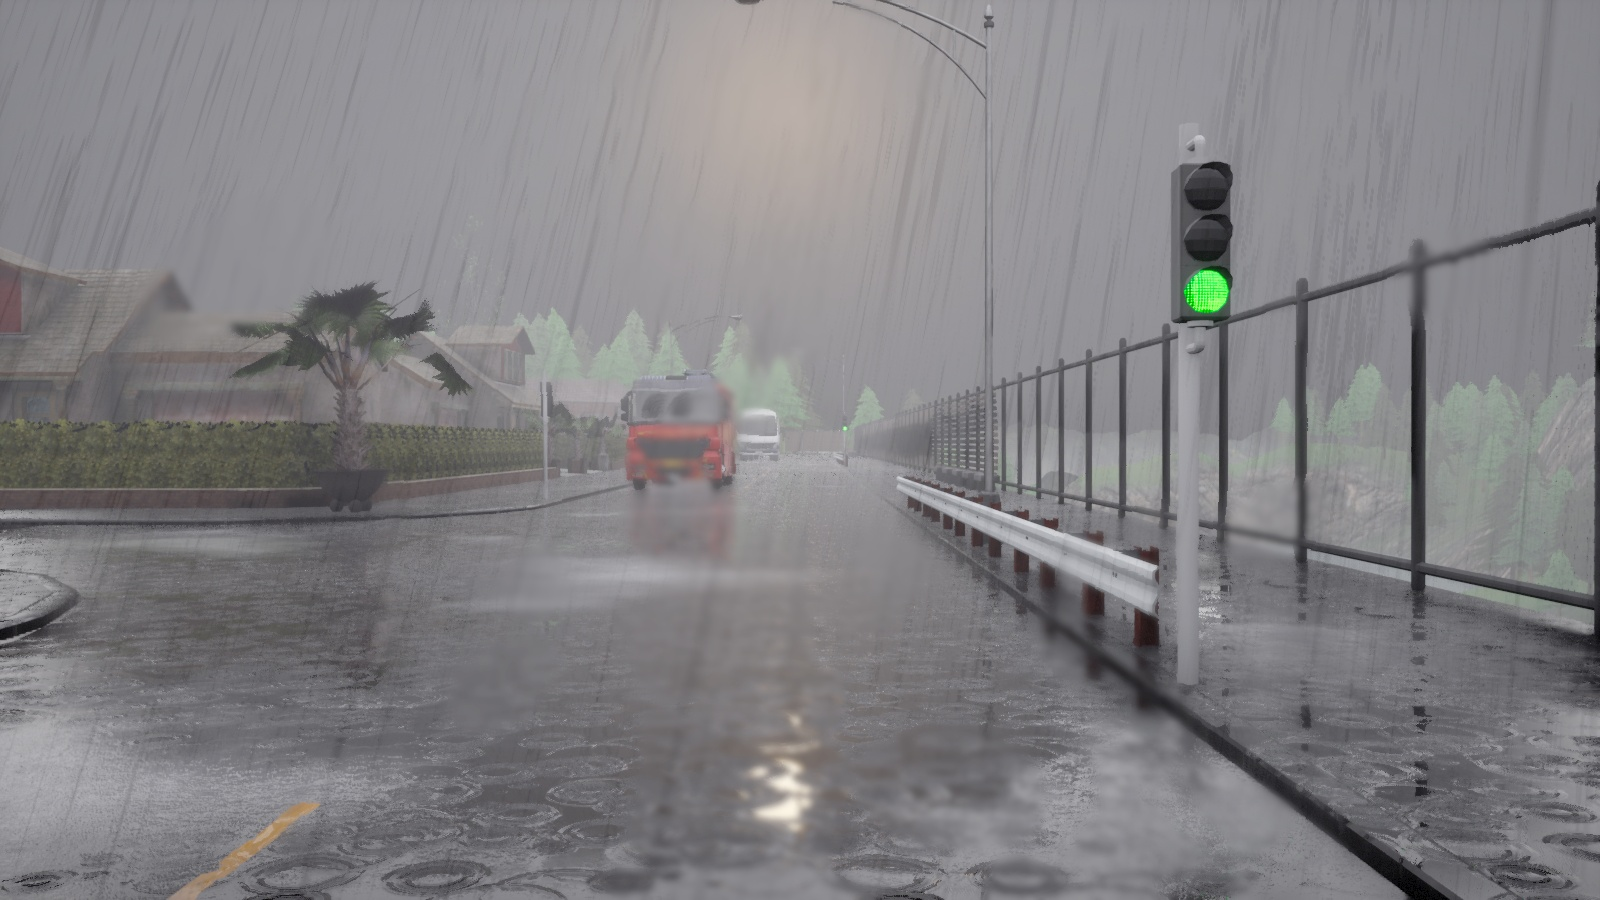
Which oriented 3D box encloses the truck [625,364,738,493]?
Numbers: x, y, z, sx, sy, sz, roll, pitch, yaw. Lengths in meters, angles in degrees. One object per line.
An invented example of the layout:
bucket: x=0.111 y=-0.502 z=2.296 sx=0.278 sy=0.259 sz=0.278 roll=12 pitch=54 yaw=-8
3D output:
truck: x=-3.747 y=-0.650 z=41.566 sx=2.891 sy=3.827 sz=8.468 roll=0 pitch=0 yaw=0
